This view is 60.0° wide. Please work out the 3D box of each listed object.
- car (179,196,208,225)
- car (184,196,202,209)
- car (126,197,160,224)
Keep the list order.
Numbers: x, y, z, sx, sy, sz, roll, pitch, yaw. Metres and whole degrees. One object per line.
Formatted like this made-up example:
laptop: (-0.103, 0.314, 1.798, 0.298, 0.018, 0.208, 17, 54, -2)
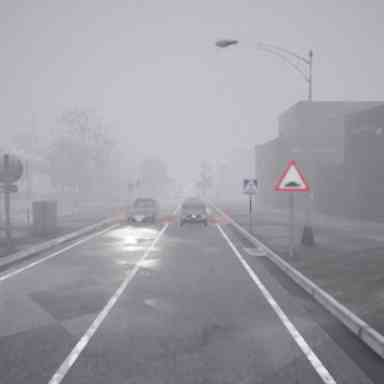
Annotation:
car: (0.111, 1.270, 22.825, 2.033, 1.411, 5.357, 0, 6, 0)
car: (0.121, 1.175, 39.711, 1.994, 1.385, 4.181, 0, 1, 0)
car: (-3.319, 1.186, 23.267, 2.128, 1.511, 4.902, 0, 7, 0)
